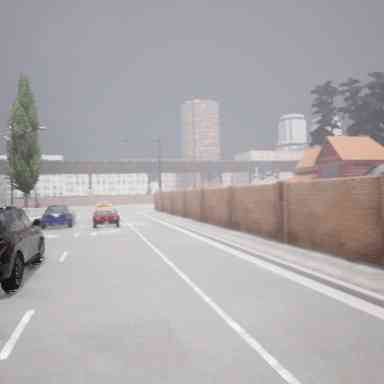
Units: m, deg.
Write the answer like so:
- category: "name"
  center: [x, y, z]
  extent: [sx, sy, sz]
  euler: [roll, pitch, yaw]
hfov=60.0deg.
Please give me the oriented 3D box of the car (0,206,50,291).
- category: "car"
  center: [-5.686, 1.426, 9.357]
  extent: [2.150, 2.045, 5.566]
  euler: [-2, 0, -15]

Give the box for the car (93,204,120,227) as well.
- category: "car"
  center: [-6.587, 1.910, 25.583]
  extent: [1.895, 1.301, 4.718]
  euler: [-2, 0, -15]

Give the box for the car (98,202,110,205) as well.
- category: "car"
  center: [-11.376, 2.005, 43.128]
  extent: [1.882, 1.535, 5.008]
  euler: [-2, 0, -15]

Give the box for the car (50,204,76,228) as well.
- category: "car"
  center: [-10.169, 1.761, 25.621]
  extent: [2.097, 1.767, 4.553]
  euler: [-2, 0, -15]
